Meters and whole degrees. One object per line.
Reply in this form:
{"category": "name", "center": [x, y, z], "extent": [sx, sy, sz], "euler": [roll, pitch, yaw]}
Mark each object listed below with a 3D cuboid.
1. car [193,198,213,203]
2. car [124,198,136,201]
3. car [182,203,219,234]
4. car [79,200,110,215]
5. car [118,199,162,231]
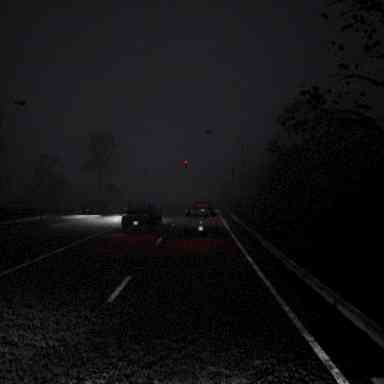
{"category": "car", "center": [1.094, 1.420, 33.238], "extent": [1.837, 1.490, 4.892], "euler": [0, 0, 3]}
{"category": "car", "center": [-6.051, 1.403, 33.580], "extent": [2.128, 1.511, 4.902], "euler": [0, 0, 3]}
{"category": "car", "center": [0.508, 1.553, 18.952], "extent": [1.895, 1.301, 4.718], "euler": [0, 0, 2]}
{"category": "car", "center": [-9.597, 1.477, 32.878], "extent": [1.994, 1.385, 4.181], "euler": [0, 0, 3]}
{"category": "car", "center": [-2.943, 1.439, 20.262], "extent": [2.128, 1.511, 4.902], "euler": [0, 0, 2]}
